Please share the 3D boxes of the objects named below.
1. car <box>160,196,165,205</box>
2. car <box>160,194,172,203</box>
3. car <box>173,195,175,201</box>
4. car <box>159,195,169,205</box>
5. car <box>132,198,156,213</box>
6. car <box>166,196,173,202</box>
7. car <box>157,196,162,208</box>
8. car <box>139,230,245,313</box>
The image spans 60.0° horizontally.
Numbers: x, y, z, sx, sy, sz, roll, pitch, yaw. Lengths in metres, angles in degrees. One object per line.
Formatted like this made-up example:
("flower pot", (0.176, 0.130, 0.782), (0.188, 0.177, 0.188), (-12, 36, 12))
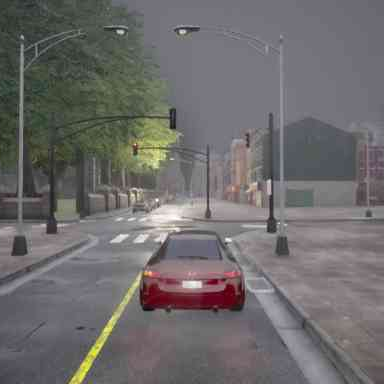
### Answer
("car", (-5.578, 1.623, 49.413), (1.947, 1.339, 4.313), (1, 0, 0))
("car", (-5.702, 1.421, 65.763), (2.192, 1.841, 5.009), (1, 0, 0))
("car", (-5.834, 1.619, 82.113), (1.967, 1.590, 4.097), (1, 0, 0))
("car", (-5.665, 1.669, 60.312), (1.802, 1.307, 4.206), (1, 0, 0))
("car", (-5.506, 1.585, 36.827), (2.008, 1.369, 4.403), (1, 0, 0))
("car", (-5.878, 1.732, 87.393), (1.752, 1.417, 4.829), (1, 0, 0))
("car", (-5.535, 1.597, 43.963), (2.008, 1.369, 4.403), (1, 0, 0))
("car", (0.021, 1.568, 7.744), (1.994, 1.385, 4.181), (0, 0, 1))
